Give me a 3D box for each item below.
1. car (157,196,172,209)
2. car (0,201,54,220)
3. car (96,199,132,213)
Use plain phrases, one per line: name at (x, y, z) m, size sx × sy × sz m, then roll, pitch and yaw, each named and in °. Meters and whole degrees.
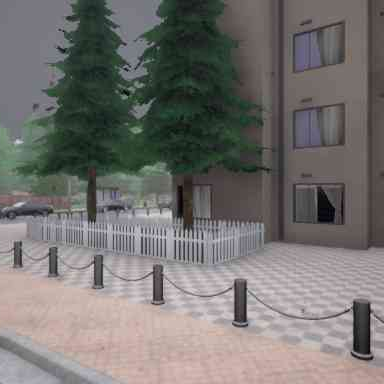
car at (-2.565, 1.337, 44.335) m, size 2.097 × 1.767 × 4.553 m, roll 0°, pitch 0°, yaw 37°
car at (-14.321, 1.510, 28.705) m, size 1.812 × 1.442 × 4.674 m, roll 0°, pitch 0°, yaw 37°
car at (-8.732, 1.476, 36.167) m, size 2.128 × 1.511 × 4.902 m, roll 0°, pitch 0°, yaw 37°
